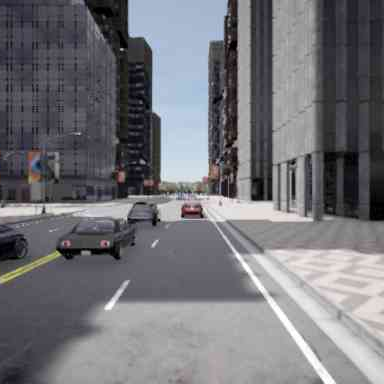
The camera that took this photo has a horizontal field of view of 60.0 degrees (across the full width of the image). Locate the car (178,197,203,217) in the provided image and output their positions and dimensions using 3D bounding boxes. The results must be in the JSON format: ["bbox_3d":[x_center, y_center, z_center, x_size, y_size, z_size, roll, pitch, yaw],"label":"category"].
[{"bbox_3d":[0.021,1.496,31.064,2.163,1.488,4.792,0,0,0],"label":"car"}]

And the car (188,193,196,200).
[{"bbox_3d":[0.003,1.230,87.549,2.097,1.767,4.553,0,0,0],"label":"car"}]

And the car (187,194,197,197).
[{"bbox_3d":[0.093,1.501,49.679,1.812,1.442,4.674,0,0,0],"label":"car"}]

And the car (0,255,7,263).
[{"bbox_3d":[-3.249,1.505,1.445,2.163,1.488,4.792,0,0,0],"label":"car"}]

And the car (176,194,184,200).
[{"bbox_3d":[-3.247,1.470,87.610,1.895,1.301,4.718,0,0,0],"label":"car"}]

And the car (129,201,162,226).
[{"bbox_3d":[-3.249,1.429,23.415,2.033,1.649,4.856,0,0,0],"label":"car"}]

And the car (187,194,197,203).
[{"bbox_3d":[0.002,1.299,69.531,2.097,1.767,4.553,0,0,0],"label":"car"}]

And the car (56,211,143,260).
[{"bbox_3d":[-3.249,1.602,12.445,1.895,1.301,4.718,0,0,0],"label":"car"}]

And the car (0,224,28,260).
[{"bbox_3d":[-6.599,1.566,9.660,1.994,1.385,4.181,0,0,0],"label":"car"}]
